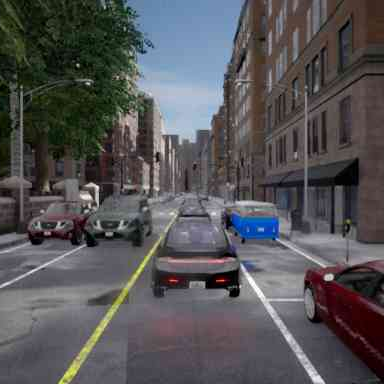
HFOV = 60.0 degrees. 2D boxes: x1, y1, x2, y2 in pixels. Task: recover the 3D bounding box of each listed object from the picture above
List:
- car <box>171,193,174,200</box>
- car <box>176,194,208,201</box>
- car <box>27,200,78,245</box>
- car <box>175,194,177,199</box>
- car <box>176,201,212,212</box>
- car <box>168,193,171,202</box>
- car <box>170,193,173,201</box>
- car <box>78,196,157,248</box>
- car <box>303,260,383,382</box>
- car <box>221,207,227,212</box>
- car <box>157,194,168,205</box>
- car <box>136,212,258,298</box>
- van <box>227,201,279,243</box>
[{"bbox_3d":[-5.691,1.478,75.611,1.887,1.381,4.507,0,0,0],"label":"car"},{"bbox_3d":[-0.009,1.333,27.629,2.097,1.767,4.553,0,0,0],"label":"car"},{"bbox_3d":[-5.674,1.307,15.569,2.192,1.841,5.009,0,0,0],"label":"car"},{"bbox_3d":[-5.694,1.481,86.512,2.008,1.369,4.403,0,0,0],"label":"car"},{"bbox_3d":[0.093,1.482,18.452,2.128,1.511,4.902,0,0,0],"label":"car"},{"bbox_3d":[-5.688,1.491,64.709,2.008,1.369,4.403,0,0,0],"label":"car"},{"bbox_3d":[-5.689,1.481,70.160,1.887,1.381,4.507,0,0,0],"label":"car"},{"bbox_3d":[-3.089,1.213,15.197,2.150,2.045,5.566,0,0,0],"label":"car"},{"bbox_3d":[2.853,1.543,4.291,1.887,1.381,4.507,0,0,0],"label":"car"},{"bbox_3d":[2.849,1.554,21.272,1.947,1.339,4.313,0,0,0],"label":"car"},{"bbox_3d":[-5.686,1.470,59.088,1.752,1.417,4.829,0,0,0],"label":"car"},{"bbox_3d":[0.098,1.488,8.513,2.128,1.511,4.902,0,0,0],"label":"car"},{"bbox_3d":[2.850,1.334,15.612,1.690,1.788,3.998,0,0,0],"label":"van"}]
